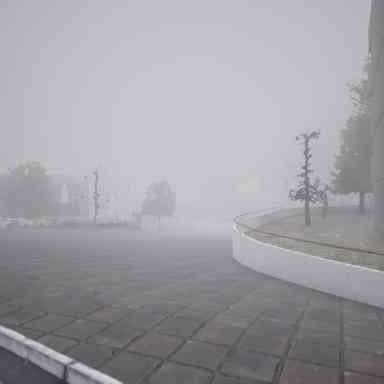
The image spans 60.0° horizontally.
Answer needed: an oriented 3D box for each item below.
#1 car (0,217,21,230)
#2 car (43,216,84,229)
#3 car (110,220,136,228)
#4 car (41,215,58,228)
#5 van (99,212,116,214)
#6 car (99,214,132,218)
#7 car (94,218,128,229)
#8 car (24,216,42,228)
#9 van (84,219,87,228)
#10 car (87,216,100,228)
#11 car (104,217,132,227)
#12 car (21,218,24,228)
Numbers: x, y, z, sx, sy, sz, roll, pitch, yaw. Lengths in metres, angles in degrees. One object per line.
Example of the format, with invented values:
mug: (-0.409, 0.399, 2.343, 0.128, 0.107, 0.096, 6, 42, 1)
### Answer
car: (-20.303, 3.202, 33.559, 1.812, 1.442, 4.674, -1, -6, 24)
car: (-18.270, 4.532, 47.516, 1.812, 1.442, 4.674, -1, -6, 24)
car: (-14.230, 6.582, 68.780, 4.674, 1.452, 2.002, 0, -5, 5)
car: (-23.208, 4.566, 49.654, 5.366, 1.575, 1.946, 0, -5, 5)
van: (-23.426, 7.318, 92.556, 1.878, 1.987, 4.442, 0, 1, 10)
car: (-15.503, 6.010, 66.071, 5.566, 2.045, 2.435, 0, -5, 5)
car: (-12.407, 5.091, 51.206, 1.895, 1.301, 4.718, -1, -6, 24)
car: (-24.285, 4.328, 46.902, 4.674, 1.452, 2.002, 0, -6, 5)
van: (-20.387, 4.910, 55.132, 4.442, 1.987, 1.878, 0, -6, 5)
car: (-19.243, 5.416, 57.845, 4.892, 1.521, 2.231, 0, -5, 5)
car: (-12.972, 5.695, 59.151, 2.128, 1.511, 4.902, -1, -6, 25)
car: (-25.527, 4.045, 44.154, 4.674, 1.452, 2.002, 0, -5, 5)
